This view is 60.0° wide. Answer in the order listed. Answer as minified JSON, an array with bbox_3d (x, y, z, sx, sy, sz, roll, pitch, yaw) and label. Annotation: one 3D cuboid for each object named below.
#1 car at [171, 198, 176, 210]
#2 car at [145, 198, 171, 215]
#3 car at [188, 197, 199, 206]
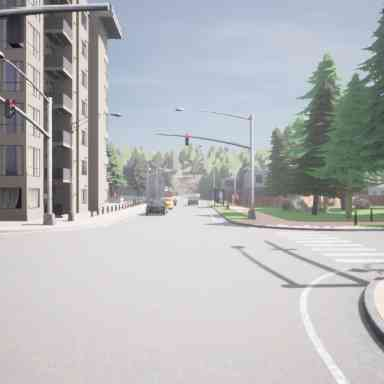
[{"bbox_3d":[-3.447,1.478,43.469,1.882,1.535,5.008,0,0,0],"label":"car"},{"bbox_3d":[-3.489,1.478,33.508,1.882,1.535,5.008,0,0,0],"label":"car"},{"bbox_3d":[0.185,1.547,55.689,2.033,1.411,5.357,0,0,0],"label":"car"}]
